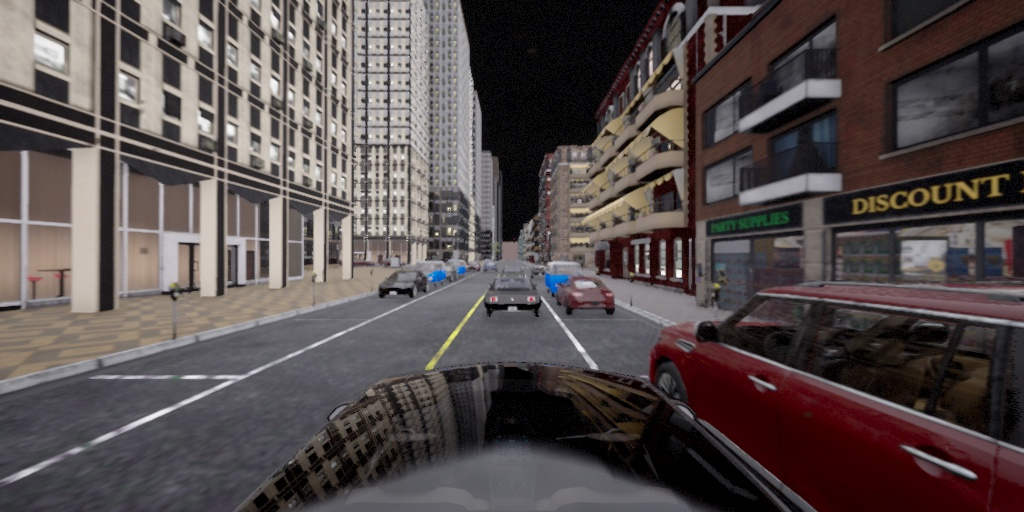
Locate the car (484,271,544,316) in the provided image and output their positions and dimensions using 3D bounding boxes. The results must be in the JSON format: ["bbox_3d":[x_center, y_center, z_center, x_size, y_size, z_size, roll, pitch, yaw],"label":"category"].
[{"bbox_3d":[0.041,1.420,13.690,1.895,1.301,4.718,0,0,1],"label":"car"}]

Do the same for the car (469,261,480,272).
[{"bbox_3d":[-5.690,1.502,53.228,1.967,1.591,4.097,0,0,0],"label":"car"}]

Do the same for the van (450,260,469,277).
[{"bbox_3d":[-5.690,1.296,36.283,1.690,1.789,3.998,0,0,0],"label":"van"}]

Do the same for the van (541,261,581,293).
[{"bbox_3d":[2.690,1.193,19.337,1.690,1.789,3.998,0,0,0],"label":"van"}]

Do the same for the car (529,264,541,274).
[{"bbox_3d":[2.690,1.506,36.282,2.007,1.370,4.403,0,0,0],"label":"car"}]

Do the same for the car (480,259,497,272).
[{"bbox_3d":[-3.052,1.576,51.424,1.812,1.442,4.674,0,-1,1],"label":"car"}]

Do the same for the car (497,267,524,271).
[{"bbox_3d":[0.042,1.510,28.690,1.895,1.301,4.718,0,0,1],"label":"car"}]

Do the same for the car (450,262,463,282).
[{"bbox_3d":[-5.690,1.471,30.634,2.007,1.370,4.403,0,0,0],"label":"car"}]

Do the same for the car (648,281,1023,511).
[{"bbox_3d":[2.690,1.069,2.392,2.192,1.841,5.009,0,0,0],"label":"car"}]

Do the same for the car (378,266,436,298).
[{"bbox_3d":[-5.690,1.419,19.337,1.948,1.339,4.313,0,0,0],"label":"car"}]

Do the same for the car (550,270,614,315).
[{"bbox_3d":[2.690,1.401,13.689,1.802,1.307,4.207,0,0,0],"label":"car"}]

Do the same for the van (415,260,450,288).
[{"bbox_3d":[-5.691,1.227,24.986,1.690,1.789,3.998,0,0,0],"label":"van"}]
